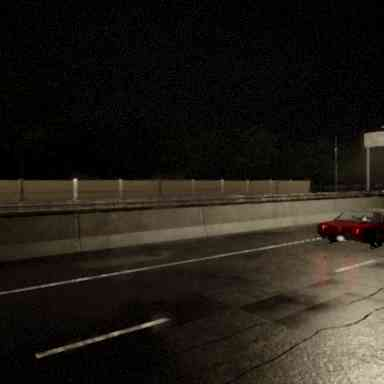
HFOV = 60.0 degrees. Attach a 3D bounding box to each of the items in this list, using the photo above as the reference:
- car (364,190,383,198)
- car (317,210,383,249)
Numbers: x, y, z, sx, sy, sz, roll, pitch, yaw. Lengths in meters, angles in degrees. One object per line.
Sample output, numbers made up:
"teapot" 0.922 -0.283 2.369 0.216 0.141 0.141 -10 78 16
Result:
"car" 28.057 0.521 50.424 5.008 1.535 1.882 -1 1 -36
"car" 7.192 1.351 13.328 4.718 1.301 1.895 -1 1 -35
